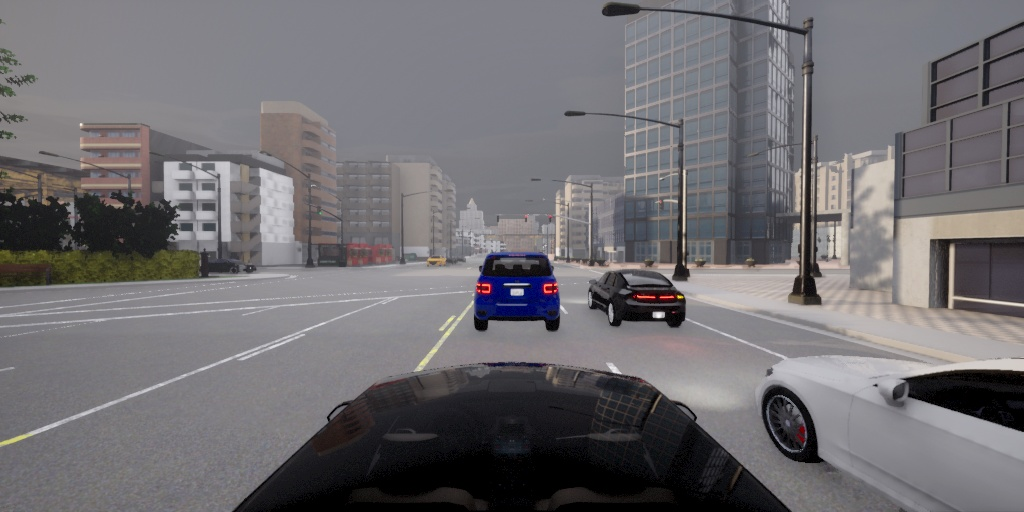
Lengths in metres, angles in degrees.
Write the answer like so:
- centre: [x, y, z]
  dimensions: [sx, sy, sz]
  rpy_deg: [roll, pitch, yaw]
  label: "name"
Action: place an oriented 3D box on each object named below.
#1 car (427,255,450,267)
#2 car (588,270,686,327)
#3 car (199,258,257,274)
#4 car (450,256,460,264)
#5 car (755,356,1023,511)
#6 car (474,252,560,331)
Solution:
- centre: [-10.348, 0.630, 49.441]
  dimensions: [1.882, 1.535, 5.008]
  rpy_deg: [0, 0, 1]
  label: "car"
- centre: [3.646, 1.166, 11.210]
  dimensions: [1.837, 1.490, 4.892]
  rpy_deg: [0, 1, 1]
  label: "car"
- centre: [-25.497, 0.906, 32.246]
  dimensions: [4.181, 1.385, 1.994]
  rpy_deg: [0, 1, 1]
  label: "car"
- centre: [-10.299, 0.704, 58.874]
  dimensions: [1.895, 1.301, 4.718]
  rpy_deg: [0, 0, 1]
  label: "car"
- centre: [3.599, 1.275, 1.998]
  dimensions: [1.812, 1.442, 4.674]
  rpy_deg: [0, 0, 0]
  label: "car"
- centre: [0.134, 0.885, 10.846]
  dimensions: [2.150, 2.045, 5.566]
  rpy_deg: [0, 1, 0]
  label: "car"
